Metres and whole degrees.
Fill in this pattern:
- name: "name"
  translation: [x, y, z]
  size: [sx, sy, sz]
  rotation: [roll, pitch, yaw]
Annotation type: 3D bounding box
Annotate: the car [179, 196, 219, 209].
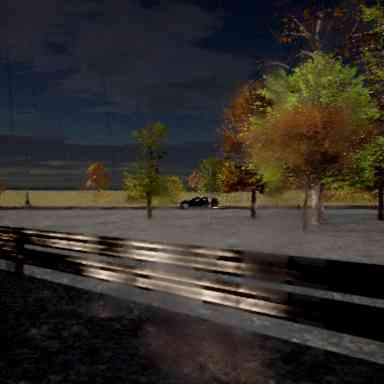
- name: "car"
  translation: [0.834, 1.239, 41.100]
  size: [4.892, 1.490, 1.837]
  rotation: [-1, 0, 11]
